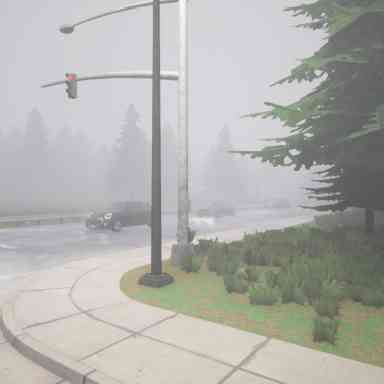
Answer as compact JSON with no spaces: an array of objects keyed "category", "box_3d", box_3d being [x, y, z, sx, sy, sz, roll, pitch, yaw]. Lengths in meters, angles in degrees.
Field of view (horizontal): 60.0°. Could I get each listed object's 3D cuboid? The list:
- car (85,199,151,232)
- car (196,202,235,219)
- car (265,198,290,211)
[{"category":"car","box_3d":[-4.189,1.325,20.242,2.097,1.767,4.553,0,0,34]},{"category":"car","box_3d":[2.145,1.537,29.416,1.994,1.385,4.181,0,0,35]},{"category":"car","box_3d":[10.673,1.465,41.435,2.128,1.511,4.902,0,0,36]}]
